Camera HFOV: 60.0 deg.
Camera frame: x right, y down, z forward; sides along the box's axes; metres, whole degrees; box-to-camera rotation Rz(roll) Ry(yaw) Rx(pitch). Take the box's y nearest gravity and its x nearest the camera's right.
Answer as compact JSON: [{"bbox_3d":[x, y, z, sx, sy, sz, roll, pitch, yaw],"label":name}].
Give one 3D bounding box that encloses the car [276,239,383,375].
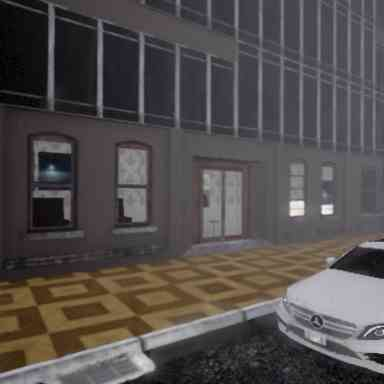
[{"bbox_3d":[3.442,1.560,5.513,4.674,1.442,1.812,0,0,-35],"label":"car"}]
